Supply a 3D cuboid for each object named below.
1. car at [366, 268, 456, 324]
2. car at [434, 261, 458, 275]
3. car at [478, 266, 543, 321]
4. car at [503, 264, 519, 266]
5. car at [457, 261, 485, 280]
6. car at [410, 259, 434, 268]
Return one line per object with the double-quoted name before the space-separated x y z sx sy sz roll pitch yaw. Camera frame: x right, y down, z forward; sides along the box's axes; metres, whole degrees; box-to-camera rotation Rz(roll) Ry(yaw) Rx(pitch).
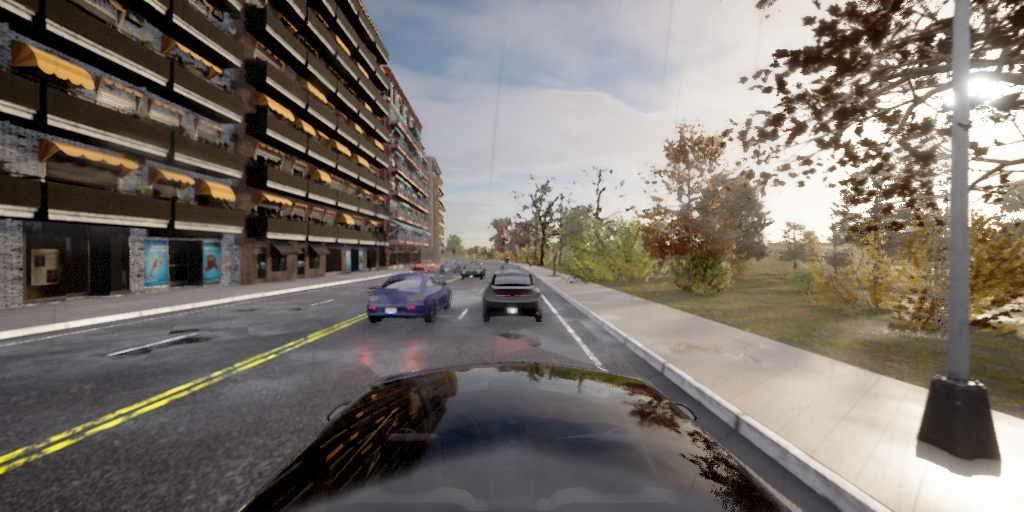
"car" -3.233 1.288 11.871 1.812 1.442 4.674 0 0 0
"car" -6.872 1.296 39.995 2.128 1.511 4.902 0 0 -1
"car" 0.015 1.269 12.535 1.837 1.490 4.892 0 0 0
"car" -0.091 1.391 31.677 1.895 1.301 4.718 0 0 0
"car" -3.341 1.392 31.660 1.895 1.301 4.718 0 0 0
"car" -10.135 1.159 40.917 2.097 1.767 4.553 0 0 -1
